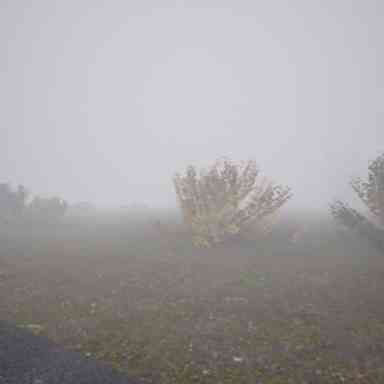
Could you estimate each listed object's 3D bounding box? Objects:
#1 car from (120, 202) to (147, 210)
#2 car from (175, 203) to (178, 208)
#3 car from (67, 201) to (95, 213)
[{"bbox_3d":[-9.808,2.340,55.699,1.895,1.301,4.718,-2,-2,36],"label":"car"},{"bbox_3d":[-1.042,2.243,61.696,1.882,1.535,5.008,-2,-2,37],"label":"car"},{"bbox_3d":[-16.007,2.129,47.100,1.837,1.490,4.892,-2,-2,36],"label":"car"}]
